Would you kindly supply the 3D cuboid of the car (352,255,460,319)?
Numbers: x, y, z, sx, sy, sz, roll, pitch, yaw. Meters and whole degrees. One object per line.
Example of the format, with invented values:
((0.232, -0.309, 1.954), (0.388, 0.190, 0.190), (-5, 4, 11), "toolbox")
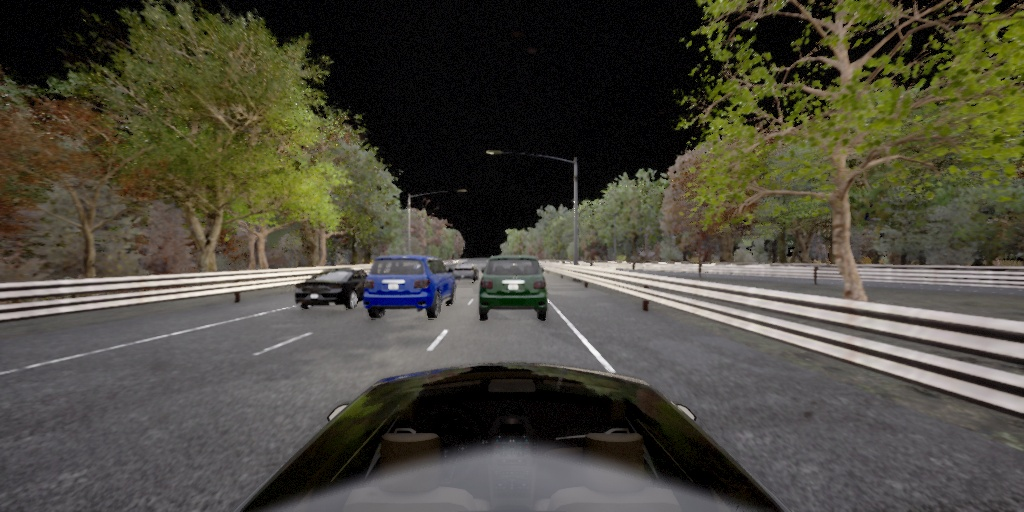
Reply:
((-3.478, 1.008, 13.148), (2.150, 2.045, 5.566), (0, 0, 0), "car")

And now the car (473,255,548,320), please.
((0.023, 1.007, 13.020), (2.150, 2.045, 5.566), (0, 0, 0), "car")

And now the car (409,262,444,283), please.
((-7.235, 1.337, 30.824), (1.882, 1.535, 5.008), (0, 0, -1), "car")

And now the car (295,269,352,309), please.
((-6.996, 1.274, 15.134), (1.882, 1.535, 5.008), (0, 0, 0), "car")

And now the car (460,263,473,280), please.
((-3.704, 1.343, 29.191), (2.128, 1.511, 4.902), (0, 0, -1), "car")
